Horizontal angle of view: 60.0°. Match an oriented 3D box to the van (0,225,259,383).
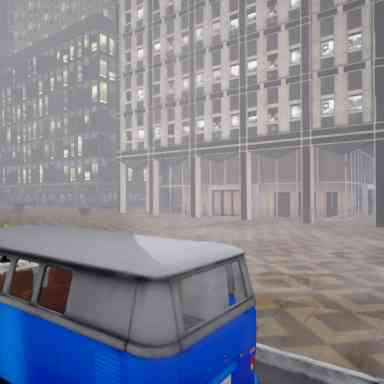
[{"bbox_3d":[-1.254,1.342,3.775,3.998,1.788,1.690,0,0,35],"label":"van"}]
